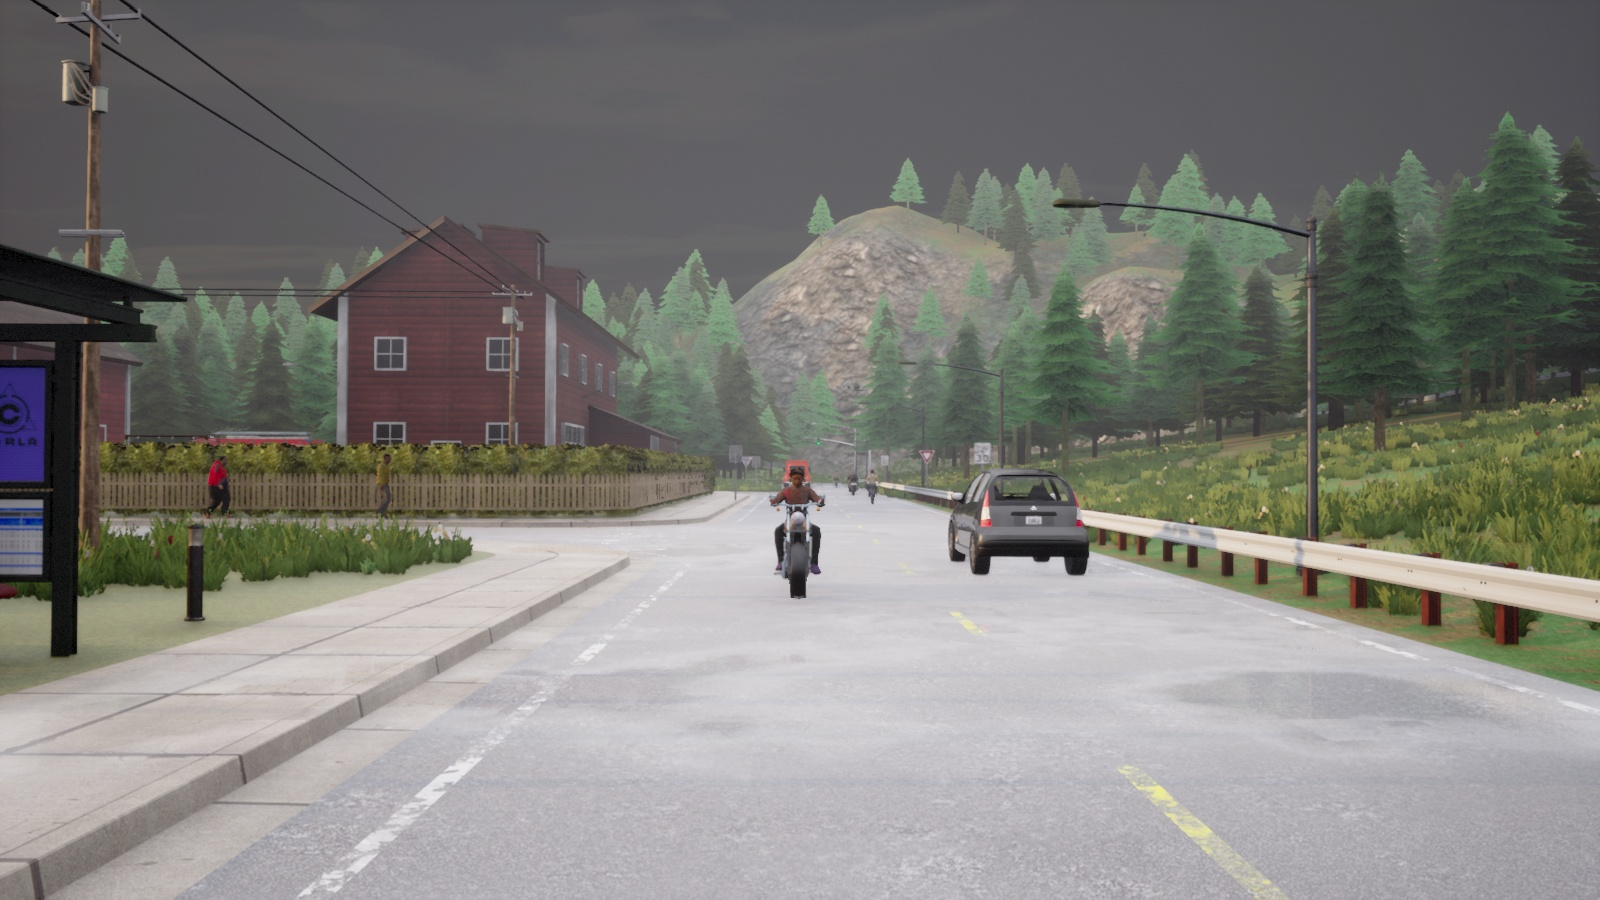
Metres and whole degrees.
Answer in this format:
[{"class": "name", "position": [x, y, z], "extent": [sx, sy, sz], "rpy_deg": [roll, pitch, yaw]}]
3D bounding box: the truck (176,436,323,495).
[{"class": "truck", "position": [-36.411, 1.013, 83.215], "extent": [8.468, 3.827, 2.891], "rpy_deg": [0, -1, 0]}]

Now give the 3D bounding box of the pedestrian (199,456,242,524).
[{"class": "pedestrian", "position": [-16.030, 1.101, 34.756], "extent": [0.899, 1.844, 0.634], "rpy_deg": [0, -1, 3]}]

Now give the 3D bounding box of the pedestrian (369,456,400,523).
[{"class": "pedestrian", "position": [-11.485, 1.082, 34.738], "extent": [0.709, 1.840, 0.431], "rpy_deg": [0, -1, 4]}]

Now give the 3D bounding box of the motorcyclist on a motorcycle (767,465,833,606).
[{"class": "motorcyclist on a motorcycle", "position": [-0.020, 1.025, 15.982], "extent": [0.766, 1.649, 2.350], "rpy_deg": [0, -1, -1]}]

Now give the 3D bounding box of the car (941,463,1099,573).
[{"class": "car", "position": [3.454, 1.031, 20.422], "extent": [1.851, 1.617, 3.988], "rpy_deg": [0, -1, 0]}]
